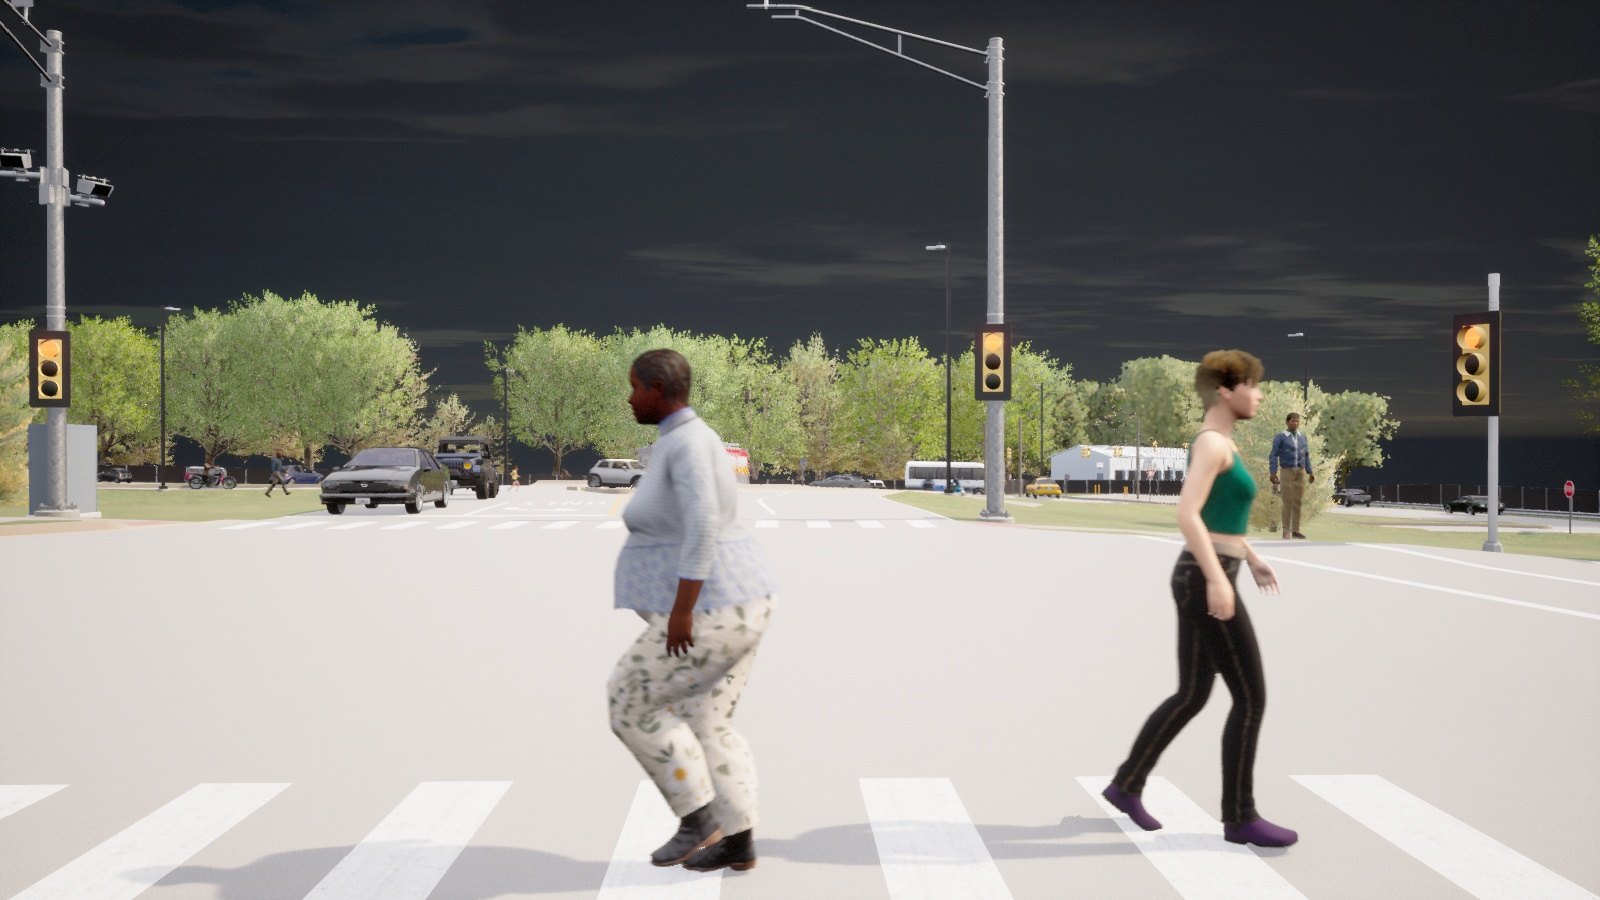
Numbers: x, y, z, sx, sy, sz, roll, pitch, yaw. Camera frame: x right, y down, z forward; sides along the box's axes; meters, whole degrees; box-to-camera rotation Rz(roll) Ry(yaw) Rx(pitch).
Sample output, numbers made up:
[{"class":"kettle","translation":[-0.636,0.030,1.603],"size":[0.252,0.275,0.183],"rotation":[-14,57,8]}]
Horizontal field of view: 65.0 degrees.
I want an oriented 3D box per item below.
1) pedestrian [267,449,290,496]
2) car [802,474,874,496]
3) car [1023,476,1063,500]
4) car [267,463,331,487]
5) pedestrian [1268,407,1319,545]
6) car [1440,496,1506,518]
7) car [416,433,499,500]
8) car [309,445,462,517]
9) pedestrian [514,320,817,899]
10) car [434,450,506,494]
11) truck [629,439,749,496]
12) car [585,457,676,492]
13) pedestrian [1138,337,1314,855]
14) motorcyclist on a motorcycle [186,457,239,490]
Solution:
[{"class":"pedestrian","translation":[-20.270,0.870,48.811],"size":[0.726,1.835,0.370],"rotation":[0,1,-9]},{"class":"car","translation":[2.852,2.604,93.623],"size":[4.902,1.511,2.128],"rotation":[0,-3,24]},{"class":"car","translation":[17.187,2.655,89.009],"size":[1.801,1.575,5.366],"rotation":[0,-1,0]},{"class":"car","translation":[-35.280,1.789,88.514],"size":[1.851,1.617,3.988],"rotation":[0,-2,24]},{"class":"pedestrian","translation":[7.141,0.368,18.201],"size":[0.423,1.949,0.788],"rotation":[0,1,0]},{"class":"car","translation":[44.882,3.770,83.832],"size":[1.895,1.301,4.718],"rotation":[0,-1,0]},{"class":"car","translation":[-10.076,0.493,37.225],"size":[1.905,1.878,3.866],"rotation":[0,-1,-8]},{"class":"car","translation":[-8.879,0.613,27.407],"size":[2.033,1.411,5.357],"rotation":[0,0,-6]},{"class":"pedestrian","translation":[-0.416,0.521,4.340],"size":[0.900,1.855,0.874],"rotation":[0,1,4]},{"class":"car","translation":[-12.070,0.813,45.692],"size":[2.128,1.511,4.902],"rotation":[0,-1,-19]},{"class":"truck","translation":[-8.225,1.365,93.767],"size":[8.468,3.827,2.891],"rotation":[2,-7,-33]},{"class":"car","translation":[-8.072,1.143,59.748],"size":[3.806,1.475,1.970],"rotation":[2,1,25]},{"class":"pedestrian","translation":[1.570,0.515,4.681],"size":[0.594,1.836,0.345],"rotation":[0,1,15]},{"class":"motorcyclist on a motorcycle","translation":[-30.389,1.223,64.994],"size":[2.350,1.649,0.766],"rotation":[0,0,-8]}]
